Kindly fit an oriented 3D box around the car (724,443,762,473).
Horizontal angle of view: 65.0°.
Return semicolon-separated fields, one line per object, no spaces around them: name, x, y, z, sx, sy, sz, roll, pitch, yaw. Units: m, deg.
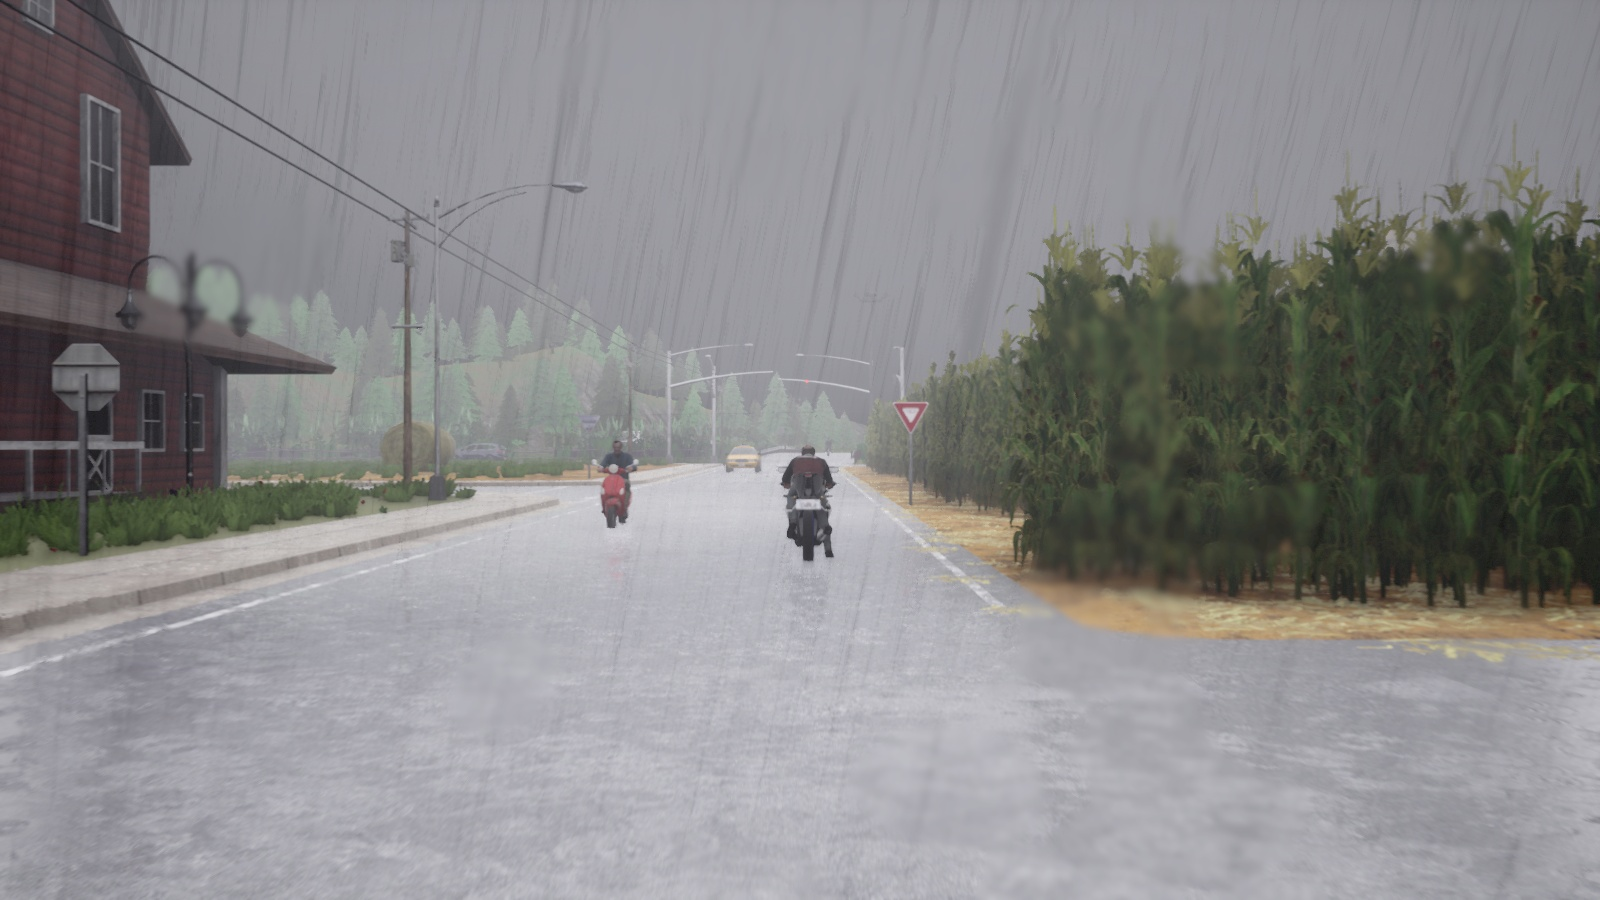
car;-3.091;0.410;69.325;1.801;1.575;5.366;0;0;0

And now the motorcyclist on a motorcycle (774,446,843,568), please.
motorcyclist on a motorcycle;0.111;0.715;16.953;0.866;1.530;2.191;0;0;0

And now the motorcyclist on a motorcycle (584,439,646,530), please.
motorcyclist on a motorcycle;-3.355;0.607;22.910;0.866;1.590;1.817;0;0;0
